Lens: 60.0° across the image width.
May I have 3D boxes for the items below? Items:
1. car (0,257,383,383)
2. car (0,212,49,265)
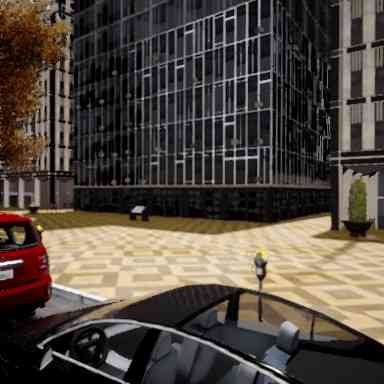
[{"bbox_3d":[-0.160,1.556,2.988,4.313,1.339,1.947,0,0,35],"label":"car"},{"bbox_3d":[-4.658,1.273,6.189,5.009,1.841,2.192,0,0,35],"label":"car"}]
